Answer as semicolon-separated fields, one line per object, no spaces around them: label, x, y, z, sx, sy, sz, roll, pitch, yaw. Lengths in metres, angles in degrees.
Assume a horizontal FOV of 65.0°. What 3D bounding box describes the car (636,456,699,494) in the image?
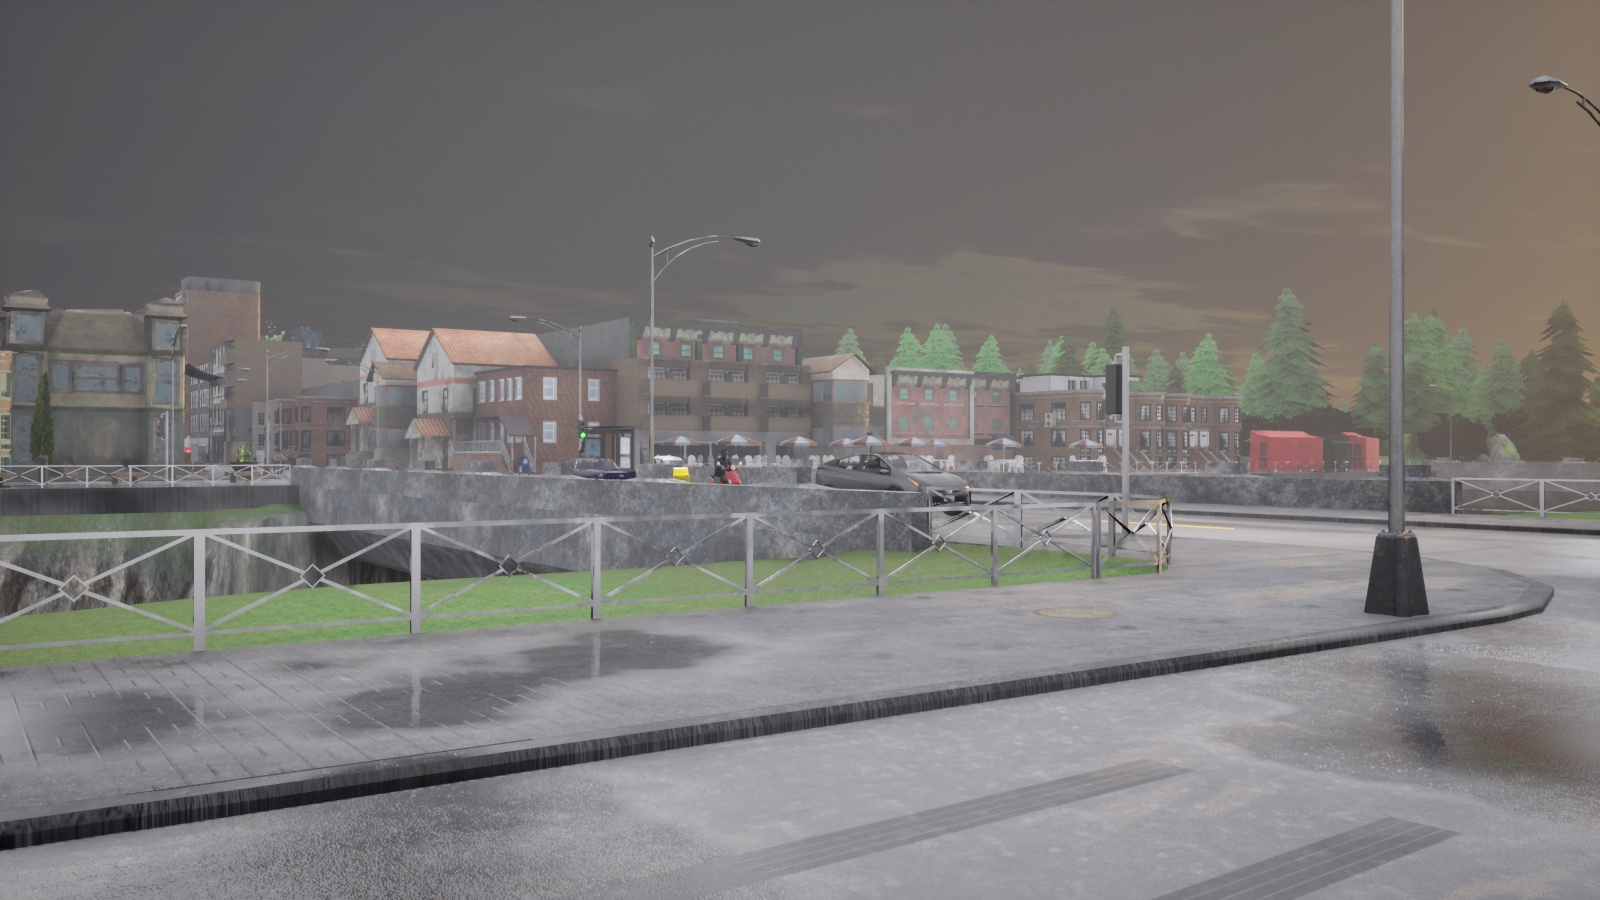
car;-5.078;0.928;47.996;1.481;1.376;2.207;0;0;-35

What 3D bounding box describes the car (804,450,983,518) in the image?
car;2.184;0.762;30.640;2.007;1.525;4.514;0;0;-34

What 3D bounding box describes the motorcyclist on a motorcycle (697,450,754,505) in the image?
motorcyclist on a motorcycle;-2.200;0.793;36.867;0.866;1.590;1.817;0;0;-35

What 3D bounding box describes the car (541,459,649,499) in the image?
car;-7.285;0.969;44.165;1.895;1.301;4.718;0;0;-35
